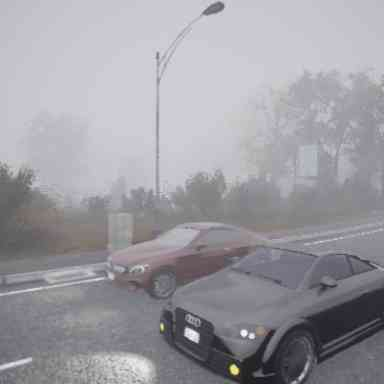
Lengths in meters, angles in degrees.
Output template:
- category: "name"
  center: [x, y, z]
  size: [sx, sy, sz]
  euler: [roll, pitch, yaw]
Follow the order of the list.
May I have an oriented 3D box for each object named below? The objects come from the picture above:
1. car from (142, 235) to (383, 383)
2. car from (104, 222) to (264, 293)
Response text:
- category: "car"
  center: [1.588, 1.570, 5.285]
  size: [4.181, 1.385, 1.994]
  euler: [0, 0, -37]
- category: "car"
  center: [0.121, 1.536, 8.537]
  size: [4.674, 1.442, 1.812]
  euler: [0, 0, -37]
